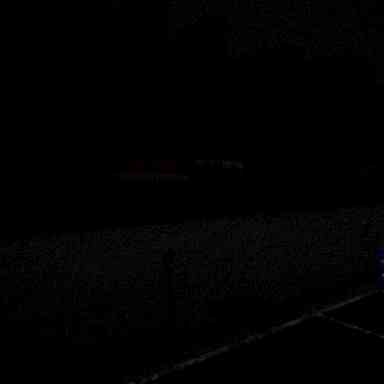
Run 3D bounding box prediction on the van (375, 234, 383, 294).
[{"bbox_3d":[5.235,1.209,6.533,3.998,1.788,1.690,-1,1,-35],"label":"van"}]
